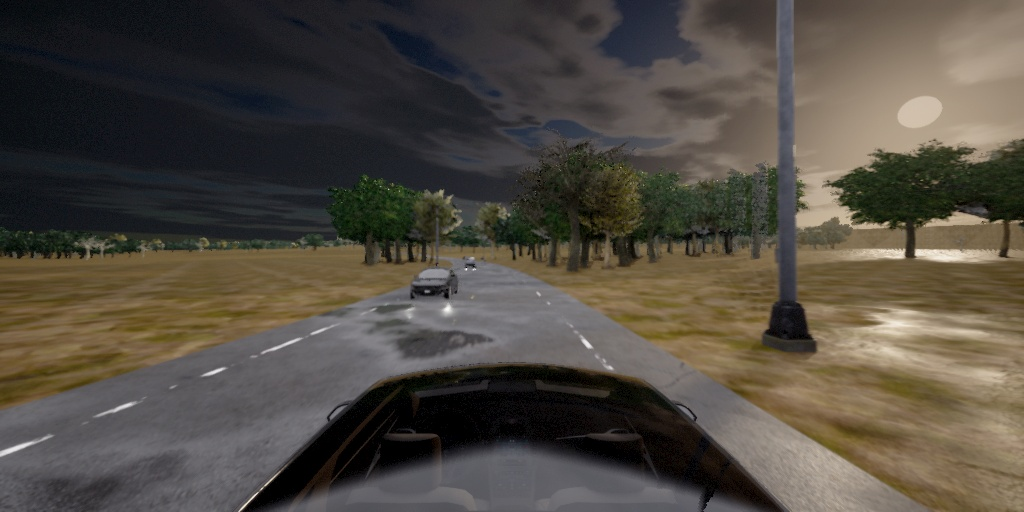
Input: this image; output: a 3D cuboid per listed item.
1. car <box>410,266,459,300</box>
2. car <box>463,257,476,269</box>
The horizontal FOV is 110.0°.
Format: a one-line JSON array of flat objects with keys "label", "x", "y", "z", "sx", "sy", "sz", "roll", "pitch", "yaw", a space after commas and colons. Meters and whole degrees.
[{"label": "car", "x": -3.879, "y": 1.318, "z": 18.543, "sx": 1.882, "sy": 1.535, "sz": 5.008, "roll": 0, "pitch": 0, "yaw": -2}, {"label": "car", "x": -7.096, "y": 1.397, "z": 61.414, "sx": 2.033, "sy": 1.411, "sz": 5.357, "roll": 0, "pitch": 0, "yaw": -7}]
